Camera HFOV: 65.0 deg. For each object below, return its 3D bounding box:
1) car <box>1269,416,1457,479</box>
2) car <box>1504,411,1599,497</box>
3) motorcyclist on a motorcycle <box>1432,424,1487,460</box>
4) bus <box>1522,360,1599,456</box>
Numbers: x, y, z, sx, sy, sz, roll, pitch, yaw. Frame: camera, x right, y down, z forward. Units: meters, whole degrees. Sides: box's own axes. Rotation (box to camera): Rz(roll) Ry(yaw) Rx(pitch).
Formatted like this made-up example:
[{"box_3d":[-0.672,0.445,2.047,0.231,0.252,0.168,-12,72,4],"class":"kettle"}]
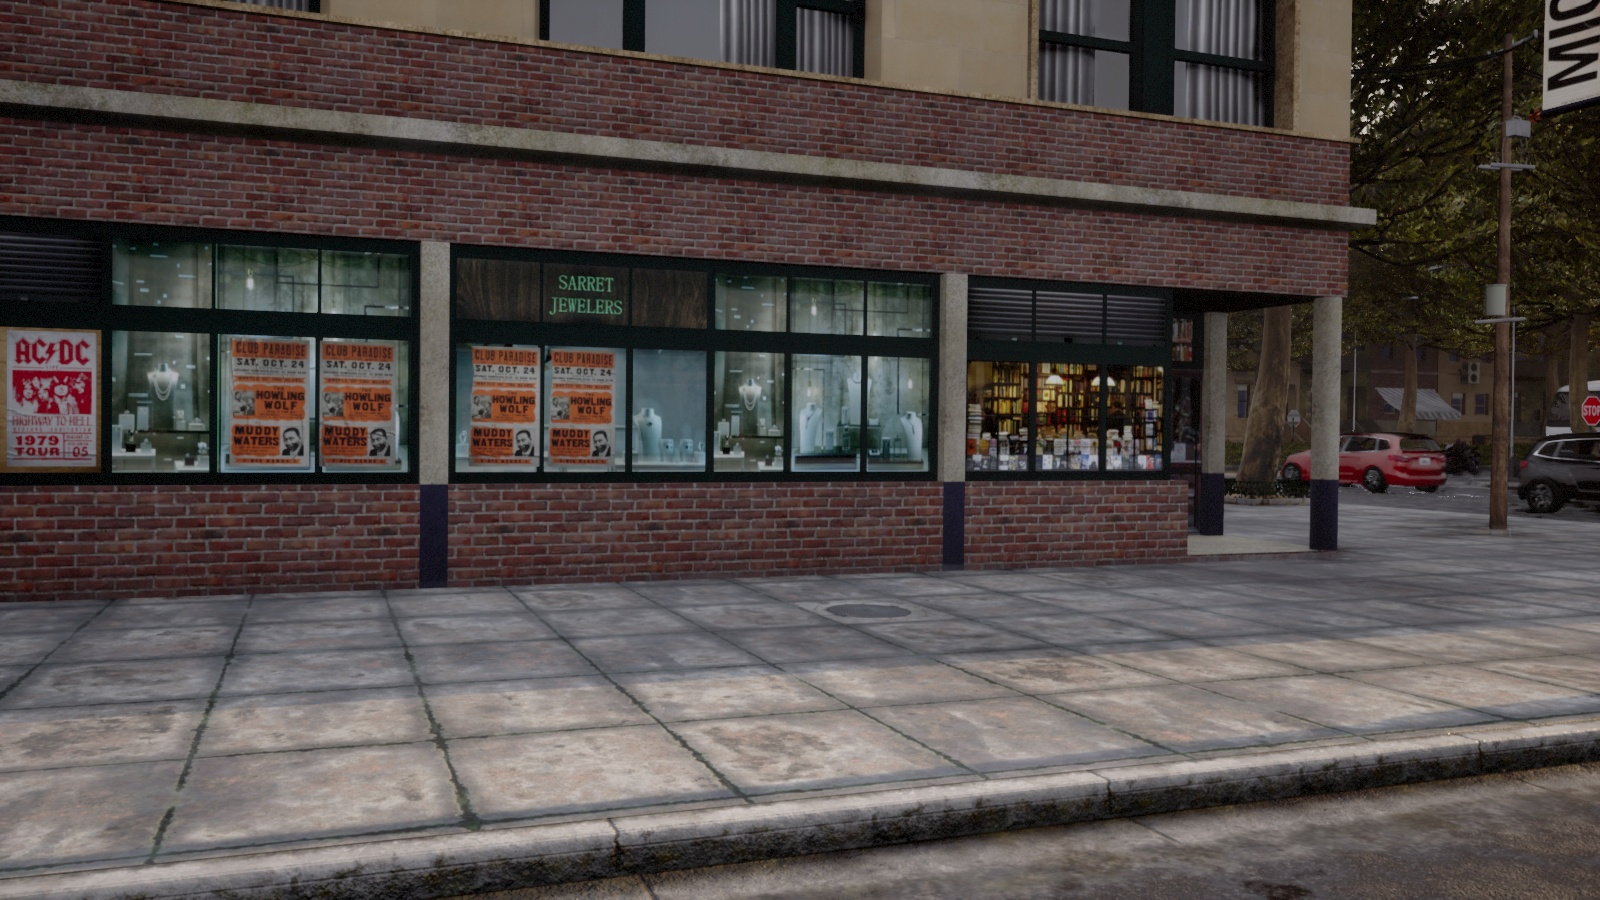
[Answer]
[{"box_3d":[15.929,-0.107,35.817,2.242,1.667,4.611,-1,1,-23],"class":"car"},{"box_3d":[16.678,0.064,24.638,2.242,1.667,4.611,-1,1,-22],"class":"car"},{"box_3d":[28.802,-0.365,54.854,2.191,1.530,0.866,-1,1,-21],"class":"motorcyclist on a motorcycle"},{"box_3d":[39.354,-1.954,58.861,10.273,4.253,3.944,-1,1,-21],"class":"bus"}]
